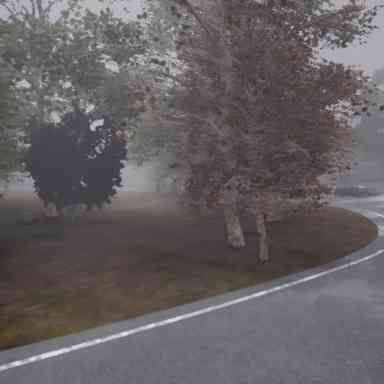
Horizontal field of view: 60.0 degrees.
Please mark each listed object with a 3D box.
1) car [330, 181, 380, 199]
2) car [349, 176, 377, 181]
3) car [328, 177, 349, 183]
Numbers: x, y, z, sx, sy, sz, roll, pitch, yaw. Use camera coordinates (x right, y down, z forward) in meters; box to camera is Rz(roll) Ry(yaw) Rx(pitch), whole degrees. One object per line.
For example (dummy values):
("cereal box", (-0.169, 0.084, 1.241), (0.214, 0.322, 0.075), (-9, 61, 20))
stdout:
("car", (17.635, -0.095, 35.753), (1.812, 1.442, 4.674), (-6, 3, -32))
("car", (33.233, -2.404, 64.017), (4.181, 1.385, 1.994), (-3, 3, -1))
("car", (29.763, -2.275, 67.089), (4.181, 1.385, 1.994), (-3, 2, -10))
